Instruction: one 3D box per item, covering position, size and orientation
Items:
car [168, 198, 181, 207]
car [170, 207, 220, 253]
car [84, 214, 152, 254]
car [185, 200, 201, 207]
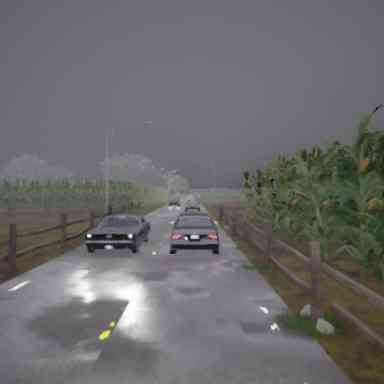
[{"bbox_3d":[-2.832,1.689,55.034,2.033,1.411,5.357,0,0,1],"label":"car"},{"bbox_3d":[0.095,1.551,13.608,2.033,1.411,5.357,0,0,0],"label":"car"},{"bbox_3d":[-2.856,1.605,13.692,1.895,1.301,4.718,0,0,0],"label":"car"},{"bbox_3d":[0.079,1.617,40.552,2.033,1.411,5.357,0,0,0],"label":"car"}]
